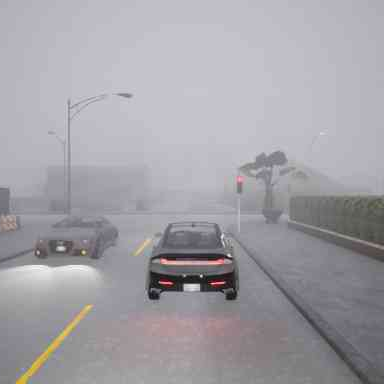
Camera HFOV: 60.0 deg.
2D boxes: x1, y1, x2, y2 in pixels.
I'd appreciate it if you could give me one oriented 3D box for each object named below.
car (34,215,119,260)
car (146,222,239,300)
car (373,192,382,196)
[{"bbox_3d":[-4.051,1.564,12.311,1.994,1.385,4.181,0,0,1],"label":"car"},{"bbox_3d":[0.036,1.492,8.356,2.128,1.511,4.902,0,0,1],"label":"car"},{"bbox_3d":[38.006,0.973,67.772,1.905,1.878,3.866,0,0,0],"label":"car"}]
